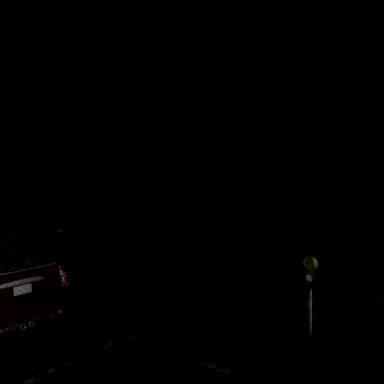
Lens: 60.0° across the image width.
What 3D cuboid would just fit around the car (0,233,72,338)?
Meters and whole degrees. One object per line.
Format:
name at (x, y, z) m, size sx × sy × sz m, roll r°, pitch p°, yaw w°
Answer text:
car at (-4.033, 1.440, 5.949) m, size 4.097 × 1.590 × 1.967 m, roll 0°, pitch 0°, yaw 35°
